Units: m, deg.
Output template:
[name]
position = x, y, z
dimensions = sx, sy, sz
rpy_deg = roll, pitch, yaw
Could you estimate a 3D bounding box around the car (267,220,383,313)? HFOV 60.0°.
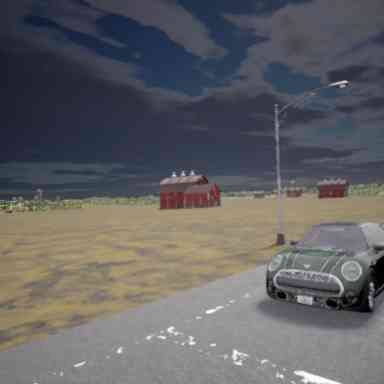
[car]
position = 3.682, 1.561, 8.313
dimensions = 2.097, 1.767, 4.553
rpy_deg = -3, -3, 41
